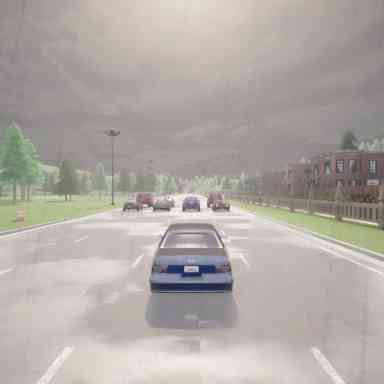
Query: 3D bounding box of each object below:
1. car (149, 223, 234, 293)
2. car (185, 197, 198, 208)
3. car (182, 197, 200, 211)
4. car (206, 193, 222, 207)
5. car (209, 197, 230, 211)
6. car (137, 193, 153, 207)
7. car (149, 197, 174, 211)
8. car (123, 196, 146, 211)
[{"bbox_3d":[-0.018,1.548,8.975,2.033,1.411,5.357,0,0,0],"label":"car"},{"bbox_3d":[-0.097,1.505,50.008,1.837,1.490,4.892,0,0,0],"label":"car"},{"bbox_3d":[-0.078,1.352,39.974,2.097,1.767,4.553,0,0,0],"label":"car"},{"bbox_3d":[3.403,1.221,50.044,2.150,2.045,5.566,0,0,0],"label":"car"},{"bbox_3d":[3.422,1.601,40.041,1.895,1.301,4.718,0,0,0],"label":"car"},{"bbox_3d":[-7.097,1.221,50.024,2.150,2.045,5.566,0,0,0],"label":"car"},{"bbox_3d":[-3.578,1.564,39.998,1.994,1.385,4.181,0,0,0],"label":"car"},{"bbox_3d":[-7.078,1.526,39.991,1.812,1.442,4.674,0,0,0],"label":"car"}]
